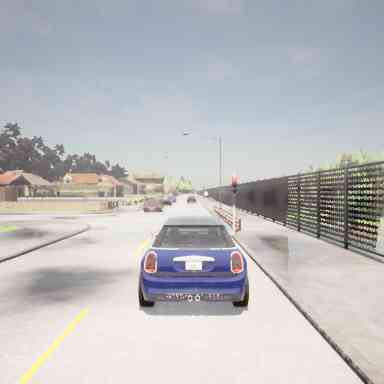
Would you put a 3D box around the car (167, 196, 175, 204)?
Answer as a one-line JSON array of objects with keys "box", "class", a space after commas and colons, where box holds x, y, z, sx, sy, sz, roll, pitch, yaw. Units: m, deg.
[{"box": [-4.191, 1.601, 53.358, 1.895, 1.301, 4.718, 0, 0, 0], "class": "car"}]

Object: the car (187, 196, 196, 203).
[{"box": [-0.094, 1.525, 70.979, 1.812, 1.442, 4.674, 0, 0, 0], "class": "car"}]

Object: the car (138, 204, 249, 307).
[{"box": [0.038, 1.352, 8.138, 2.097, 1.767, 4.553, 0, 0, 0], "class": "car"}]

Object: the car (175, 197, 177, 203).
[{"box": [-4.126, 1.525, 68.605, 1.812, 1.442, 4.674, 0, 0, 0], "class": "car"}]

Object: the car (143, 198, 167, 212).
[{"box": [-4.166, 1.525, 36.468, 1.812, 1.442, 4.674, 0, 0, 0], "class": "car"}]

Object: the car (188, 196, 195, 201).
[{"box": [-0.162, 1.595, 86.667, 1.895, 1.301, 4.718, 0, 0, 0], "class": "car"}]
